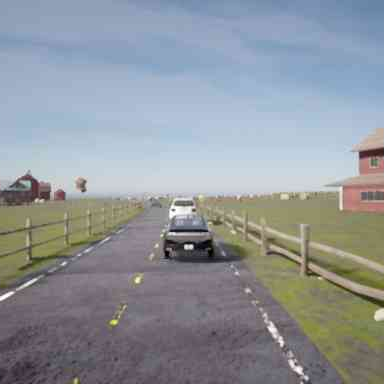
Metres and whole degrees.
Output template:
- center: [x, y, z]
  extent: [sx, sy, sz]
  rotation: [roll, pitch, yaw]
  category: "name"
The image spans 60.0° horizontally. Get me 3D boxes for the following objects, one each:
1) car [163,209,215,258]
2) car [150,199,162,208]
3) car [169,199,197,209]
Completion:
- center: [-0.157, 1.650, 13.529]
  extent: [2.128, 1.511, 4.902]
  rotation: [0, -1, -1]
  category: "car"
- center: [-6.883, 2.141, 63.913]
  extent: [2.097, 1.767, 4.553]
  rotation: [0, -1, -7]
  category: "car"
- center: [-0.738, 1.548, 27.608]
  extent: [2.150, 2.045, 5.566]
  rotation: [0, 0, -3]
  category: "car"
